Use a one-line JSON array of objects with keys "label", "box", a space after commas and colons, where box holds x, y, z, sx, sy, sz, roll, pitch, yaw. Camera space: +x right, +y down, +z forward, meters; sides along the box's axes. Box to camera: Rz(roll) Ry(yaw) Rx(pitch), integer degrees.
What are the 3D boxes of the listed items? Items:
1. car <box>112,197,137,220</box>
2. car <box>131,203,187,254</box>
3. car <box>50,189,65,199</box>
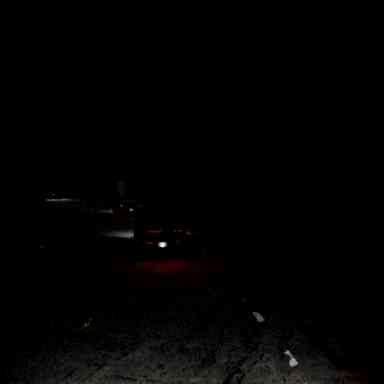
[{"label": "car", "box": [-5.624, 1.160, 28.415, 1.812, 1.442, 4.674, 0, 2, -21]}, {"label": "car", "box": [-1.382, 1.421, 13.221, 1.837, 1.490, 4.892, 0, 1, -10]}, {"label": "car", "box": [-21.921, 0.341, 54.213, 1.837, 1.490, 4.892, -1, 2, -27]}]
